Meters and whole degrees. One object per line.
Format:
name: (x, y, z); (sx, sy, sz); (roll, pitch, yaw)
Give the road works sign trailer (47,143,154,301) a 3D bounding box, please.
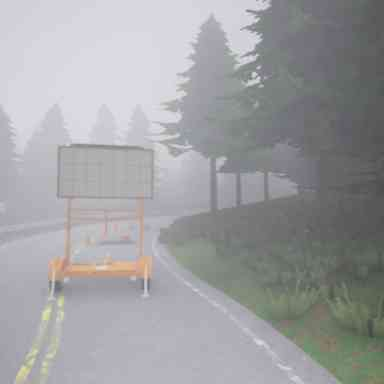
road works sign trailer: (-2.240, 0.573, 8.724); (2.380, 3.560, 2.880); (1, -1, -10)
